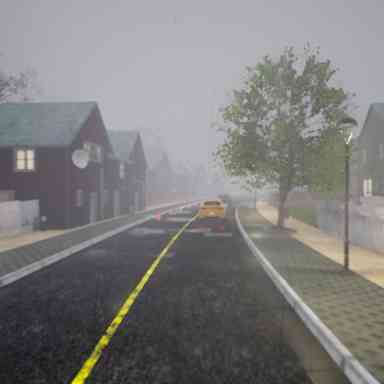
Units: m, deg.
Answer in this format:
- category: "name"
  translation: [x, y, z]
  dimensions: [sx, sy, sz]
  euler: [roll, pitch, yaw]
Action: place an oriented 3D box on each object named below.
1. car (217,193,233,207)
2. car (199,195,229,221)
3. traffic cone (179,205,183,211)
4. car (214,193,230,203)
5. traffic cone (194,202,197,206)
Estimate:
- category: "car"
  translation: [4.278, 1.090, 43.015]
  dimensions: [2.128, 1.511, 4.902]
  euler: [0, 1, 10]
- category: "car"
  translation: [1.613, 1.292, 25.190]
  dimensions: [1.882, 1.535, 5.008]
  euler: [0, 1, 6]
- category: "traffic cone"
  translation: [-1.183, 1.659, 34.812]
  dimensions: [0.340, 0.580, 0.340]
  euler: [0, 1, 9]
- category: "car"
  translation: [4.967, 0.900, 55.053]
  dimensions: [2.128, 1.511, 4.902]
  euler: [0, 1, 11]
- category: "traffic cone"
  translation: [0.520, 1.533, 44.769]
  dimensions: [0.340, 0.580, 0.340]
  euler: [0, 1, 11]
